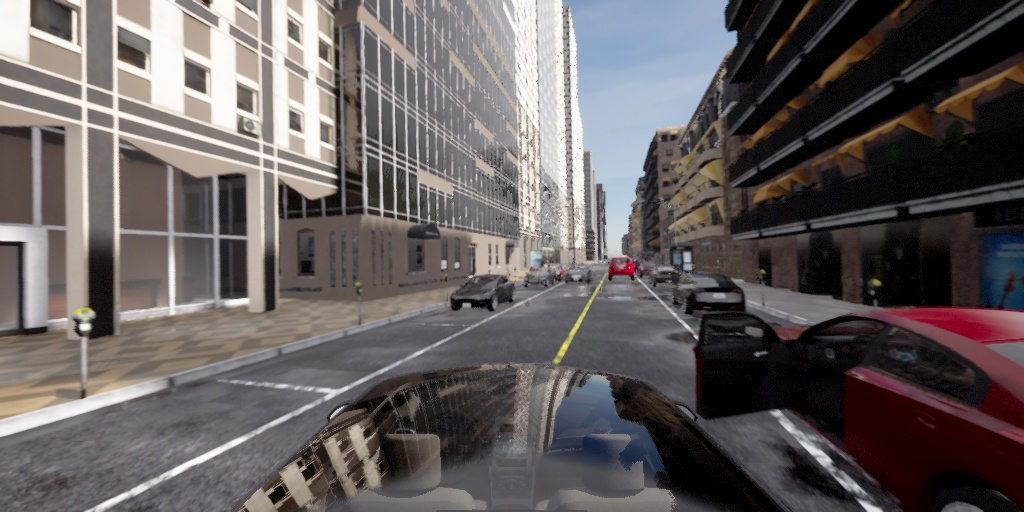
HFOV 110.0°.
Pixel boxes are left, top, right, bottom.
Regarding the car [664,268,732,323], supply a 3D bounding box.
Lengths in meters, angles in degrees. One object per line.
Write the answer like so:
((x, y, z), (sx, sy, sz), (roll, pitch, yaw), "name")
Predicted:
((6.988, 1.272, 13.045), (1.948, 1.339, 4.313), (0, 0, 16), "car")

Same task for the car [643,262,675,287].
((10.116, 1.295, 23.900), (2.007, 1.370, 4.403), (0, 0, 16), "car")

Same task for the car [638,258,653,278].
((13.244, 1.226, 34.754), (1.967, 1.591, 4.097), (0, 0, 16), "car")

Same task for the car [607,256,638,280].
((9.767, 1.058, 32.177), (2.150, 2.045, 5.566), (-1, 0, 16), "car")

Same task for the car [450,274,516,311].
((-1.063, 1.472, 15.364), (1.948, 1.339, 4.313), (0, 0, 16), "car")

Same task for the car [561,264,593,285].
((5.274, 1.384, 28.033), (2.128, 1.511, 4.902), (-1, -1, 16), "car")

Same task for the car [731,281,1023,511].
((3.723, 1.157, 2.971), (1.882, 1.535, 5.008), (-1, -1, 16), "car")

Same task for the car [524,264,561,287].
((2.066, 1.495, 26.219), (2.007, 1.370, 4.403), (0, 0, 16), "car")
